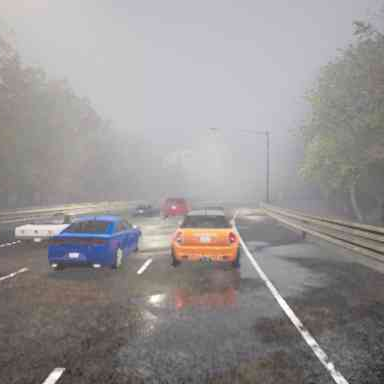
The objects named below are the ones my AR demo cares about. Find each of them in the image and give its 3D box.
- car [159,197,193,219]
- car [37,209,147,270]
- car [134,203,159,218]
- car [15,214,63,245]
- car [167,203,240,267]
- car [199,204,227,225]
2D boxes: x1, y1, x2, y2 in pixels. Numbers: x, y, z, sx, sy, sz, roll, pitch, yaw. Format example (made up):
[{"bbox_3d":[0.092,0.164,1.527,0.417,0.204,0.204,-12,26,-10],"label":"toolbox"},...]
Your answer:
[{"bbox_3d":[-1.205,1.465,31.353,2.150,2.045,5.566,0,0,7],"label":"car"},{"bbox_3d":[-3.035,1.564,11.374,1.882,1.535,5.008,0,0,3],"label":"car"},{"bbox_3d":[-4.473,1.806,33.118,1.994,1.385,4.181,0,0,8],"label":"car"},{"bbox_3d":[-6.259,1.714,16.006,1.895,1.301,4.718,0,0,4],"label":"car"},{"bbox_3d":[0.514,1.450,12.001,2.097,1.767,4.553,0,-1,3],"label":"car"},{"bbox_3d":[1.853,1.775,27.694,2.033,1.411,5.357,0,0,7],"label":"car"}]
